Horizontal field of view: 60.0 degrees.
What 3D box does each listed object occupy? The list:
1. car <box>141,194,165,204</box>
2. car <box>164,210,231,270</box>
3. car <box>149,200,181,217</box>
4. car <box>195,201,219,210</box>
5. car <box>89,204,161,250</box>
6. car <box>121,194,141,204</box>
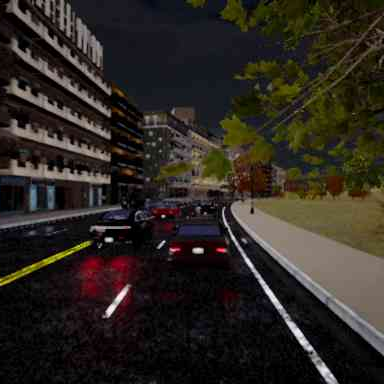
[{"bbox_3d":[-4.389,1.400,40.925,2.097,1.767,4.553,0,0,6],"label":"car"},{"bbox_3d":[0.264,1.550,11.037,2.033,1.411,5.357,0,0,2],"label":"car"},{"bbox_3d":[-2.068,1.618,28.326,1.895,1.301,4.718,0,0,5],"label":"car"},{"bbox_3d":[1.294,1.512,29.571,2.128,1.511,4.902,0,0,5],"label":"car"},{"bbox_3d":[-2.844,1.493,14.269,2.128,1.511,4.902,0,0,3],"label":"car"},{"bbox_3d":[-7.448,1.277,43.162,2.150,2.045,5.566,0,-1,6],"label":"car"}]
